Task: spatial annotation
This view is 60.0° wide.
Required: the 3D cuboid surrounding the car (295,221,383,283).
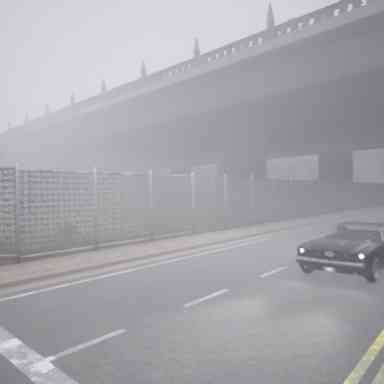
[{"bbox_3d":[4.855,1.582,9.865,1.895,1.301,4.718,-1,0,42],"label":"car"}]
